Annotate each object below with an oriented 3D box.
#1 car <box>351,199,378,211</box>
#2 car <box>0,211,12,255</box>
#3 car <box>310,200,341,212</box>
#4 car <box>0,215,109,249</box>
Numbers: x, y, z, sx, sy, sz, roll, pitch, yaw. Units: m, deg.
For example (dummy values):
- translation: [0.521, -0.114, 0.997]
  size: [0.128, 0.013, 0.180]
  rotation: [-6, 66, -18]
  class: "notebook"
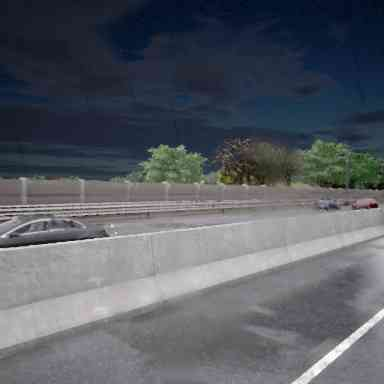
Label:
- translation: [21.542, 1.601, 41.392]
  size: [5.008, 1.535, 1.882]
  rotation: [1, 0, -45]
  class: "car"
- translation: [-9.018, 1.490, 11.096]
  size: [4.902, 1.511, 2.128]
  rotation: [0, 0, -45]
  class: "car"
- translation: [16.820, 1.651, 41.643]
  size: [5.357, 1.411, 2.033]
  rotation: [1, 0, -45]
  class: "car"
- translation: [-4.950, 1.487, 10.201]
  size: [4.902, 1.511, 2.128]
  rotation: [0, 0, -45]
  class: "car"
